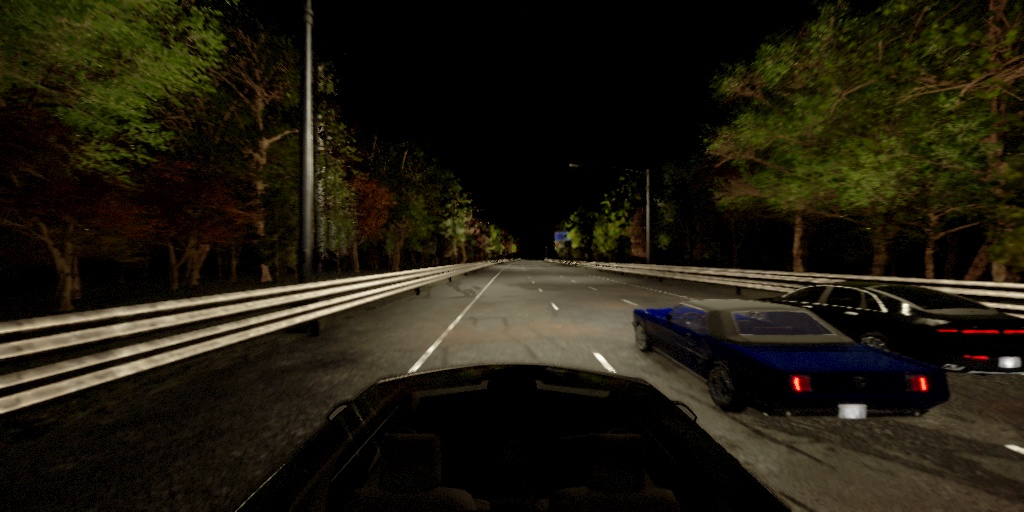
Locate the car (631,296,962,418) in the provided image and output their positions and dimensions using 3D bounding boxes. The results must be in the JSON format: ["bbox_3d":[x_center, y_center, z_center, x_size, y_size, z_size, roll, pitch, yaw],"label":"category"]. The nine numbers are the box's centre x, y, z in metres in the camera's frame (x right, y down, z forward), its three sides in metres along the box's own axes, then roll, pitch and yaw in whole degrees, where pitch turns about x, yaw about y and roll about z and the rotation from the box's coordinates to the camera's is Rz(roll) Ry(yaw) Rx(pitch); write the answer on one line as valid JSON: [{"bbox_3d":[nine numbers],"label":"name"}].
[{"bbox_3d":[3.601,1.373,6.010,1.895,1.301,4.718,0,0,0],"label":"car"}]

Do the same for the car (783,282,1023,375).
[{"bbox_3d":[7.102,1.285,7.541,1.837,1.490,4.892,0,0,0],"label":"car"}]
